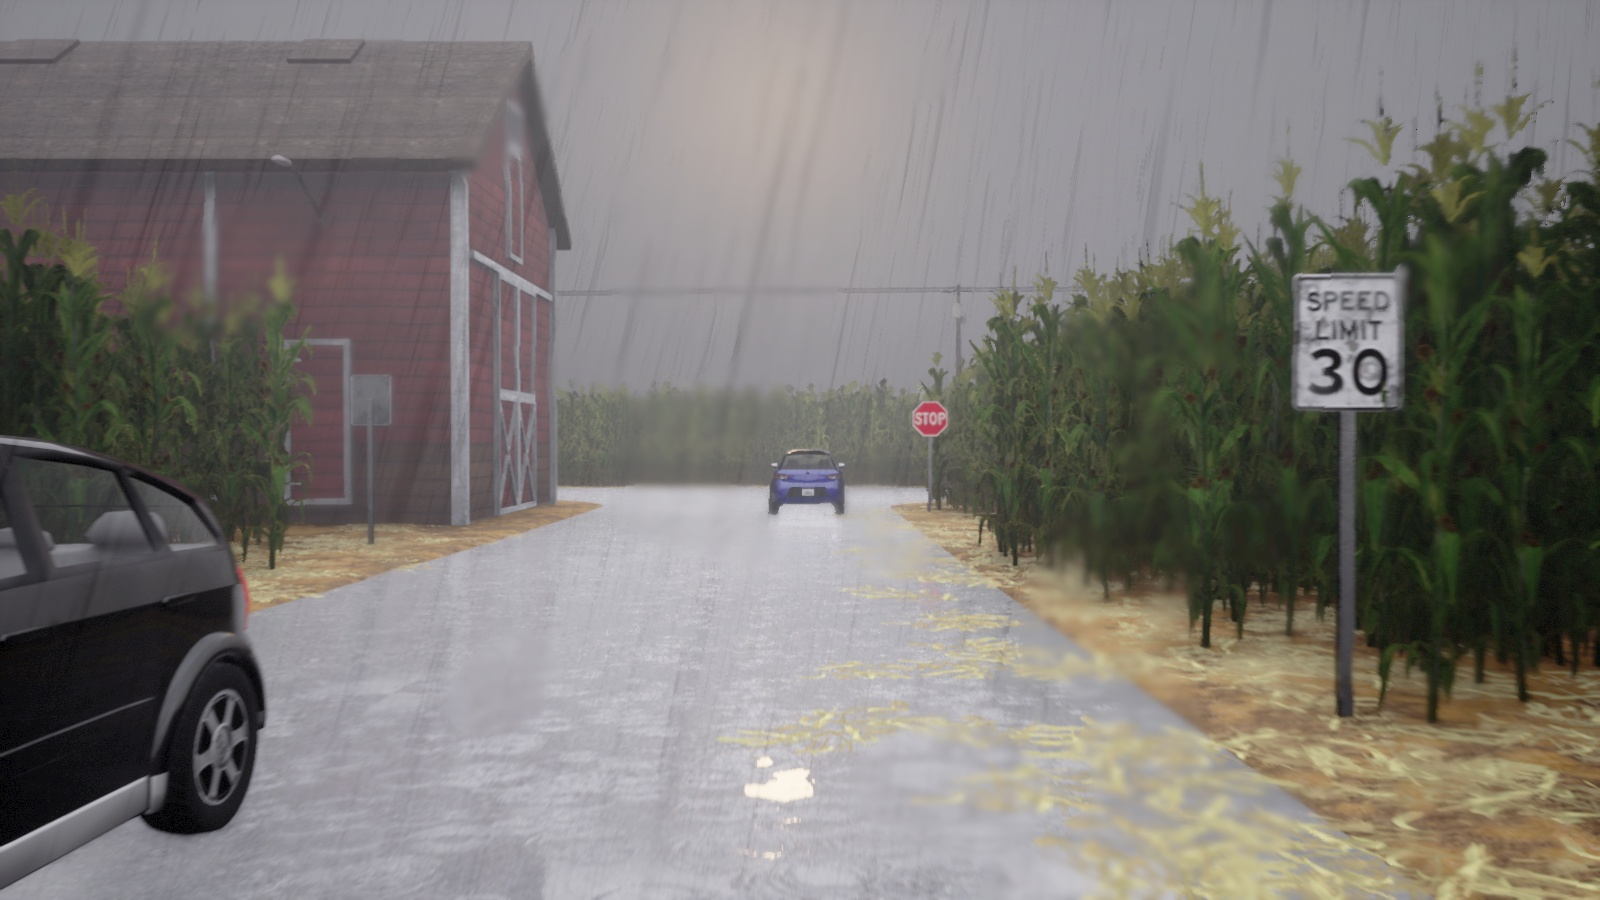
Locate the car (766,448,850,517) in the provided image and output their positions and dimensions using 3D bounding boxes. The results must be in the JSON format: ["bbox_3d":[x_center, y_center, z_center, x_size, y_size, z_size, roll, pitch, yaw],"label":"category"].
[{"bbox_3d":[0.188,0.702,29.504,1.816,1.474,4.193,0,1,0],"label":"car"}]

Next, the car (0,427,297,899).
[{"bbox_3d":[-3.063,0.711,3.540,1.789,1.549,3.705,0,0,0],"label":"car"}]
